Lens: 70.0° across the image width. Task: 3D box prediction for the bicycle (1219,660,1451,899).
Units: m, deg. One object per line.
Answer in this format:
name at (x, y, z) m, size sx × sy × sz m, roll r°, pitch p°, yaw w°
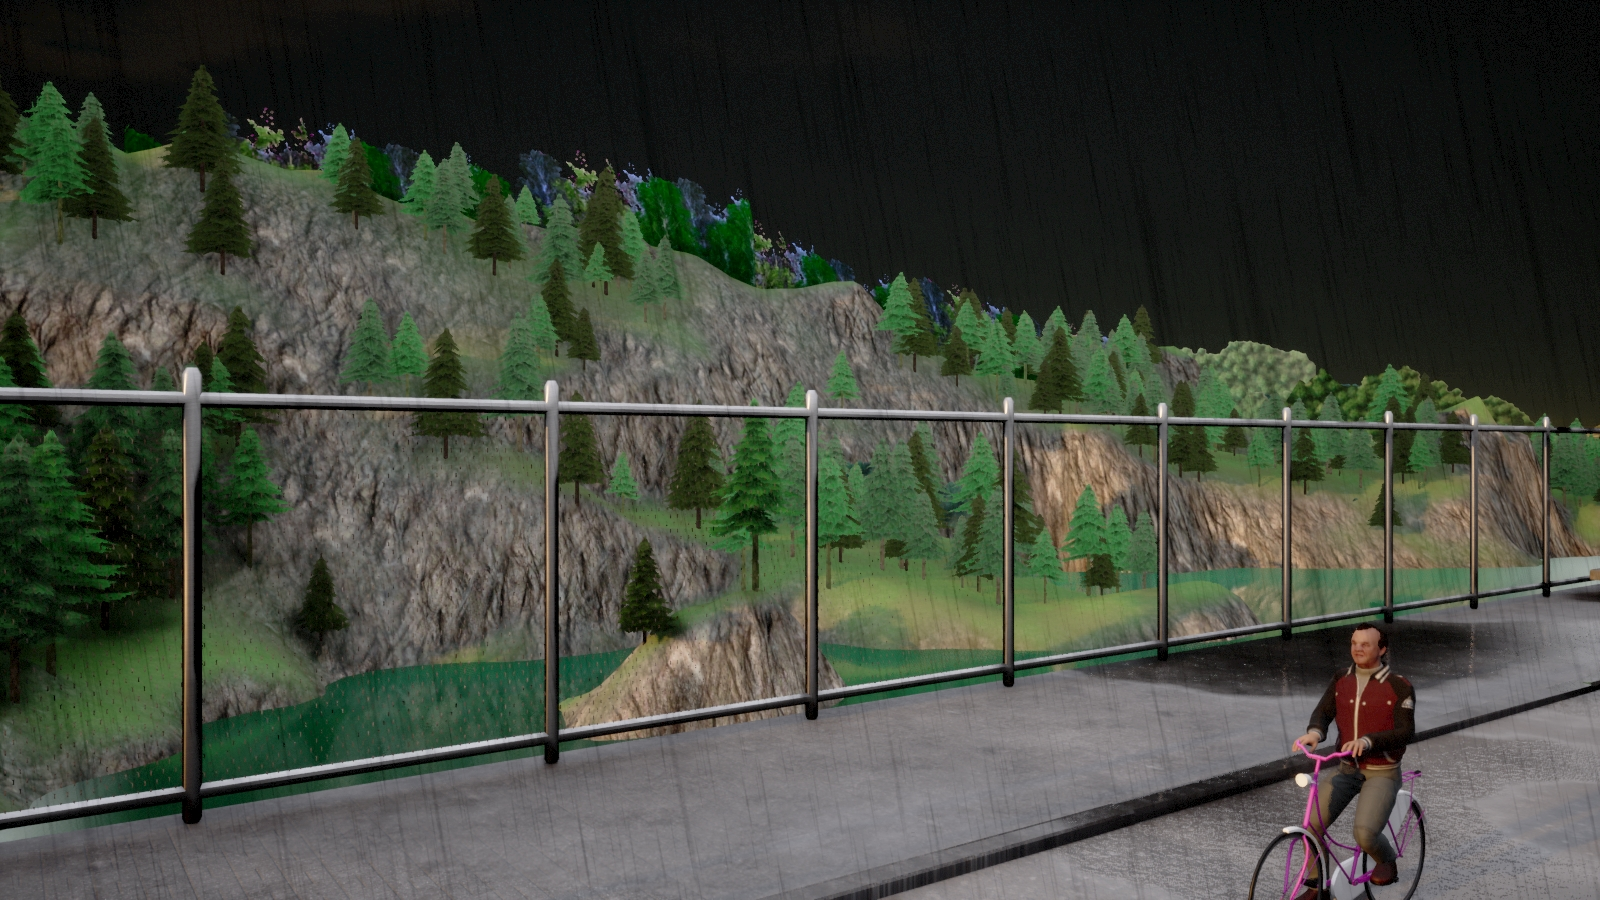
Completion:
bicycle at (3.104, 2.057, 6.549) m, size 1.835 × 1.471 × 0.329 m, roll 0°, pitch 0°, yaw -35°
